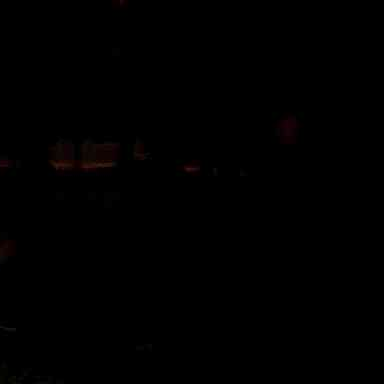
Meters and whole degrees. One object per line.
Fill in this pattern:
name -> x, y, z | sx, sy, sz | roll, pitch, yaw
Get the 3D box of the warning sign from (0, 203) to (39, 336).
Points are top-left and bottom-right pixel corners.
warning sign -> -3.253, 1.120, 4.950 | 1.060, 1.860, 1.300 | 3, -1, 35
